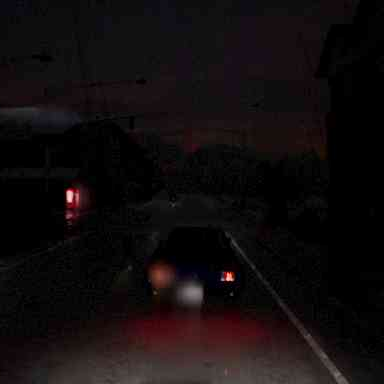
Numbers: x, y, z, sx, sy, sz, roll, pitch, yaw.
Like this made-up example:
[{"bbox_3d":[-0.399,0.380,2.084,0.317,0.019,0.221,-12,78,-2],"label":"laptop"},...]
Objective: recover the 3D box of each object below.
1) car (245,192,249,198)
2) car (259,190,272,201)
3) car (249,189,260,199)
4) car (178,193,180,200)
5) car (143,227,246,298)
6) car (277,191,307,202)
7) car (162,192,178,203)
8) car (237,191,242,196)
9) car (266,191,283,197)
[{"bbox_3d":[13.747,0.390,70.305,4.605,1.855,1.932,0,1,0],"label":"car"},{"bbox_3d":[14.162,0.607,54.607,5.027,1.636,2.152,0,1,0],"label":"car"},{"bbox_3d":[14.160,0.399,67.400,3.866,1.878,1.905,0,1,0],"label":"car"},{"bbox_3d":[-3.509,0.798,68.254,1.837,1.490,4.892,0,1,0],"label":"car"},{"bbox_3d":[0.057,1.515,8.222,1.895,1.301,4.718,0,1,1],"label":"car"},{"bbox_3d":[14.486,0.752,48.191,3.806,1.475,1.970,0,1,0],"label":"car"},{"bbox_3d":[-3.583,0.963,52.618,1.837,1.490,4.892,0,1,0],"label":"car"},{"bbox_3d":[13.881,0.475,88.891,3.633,1.501,1.845,0,1,0],"label":"car"},{"bbox_3d":[21.302,0.516,85.912,3.806,1.475,1.970,0,1,0],"label":"car"}]
